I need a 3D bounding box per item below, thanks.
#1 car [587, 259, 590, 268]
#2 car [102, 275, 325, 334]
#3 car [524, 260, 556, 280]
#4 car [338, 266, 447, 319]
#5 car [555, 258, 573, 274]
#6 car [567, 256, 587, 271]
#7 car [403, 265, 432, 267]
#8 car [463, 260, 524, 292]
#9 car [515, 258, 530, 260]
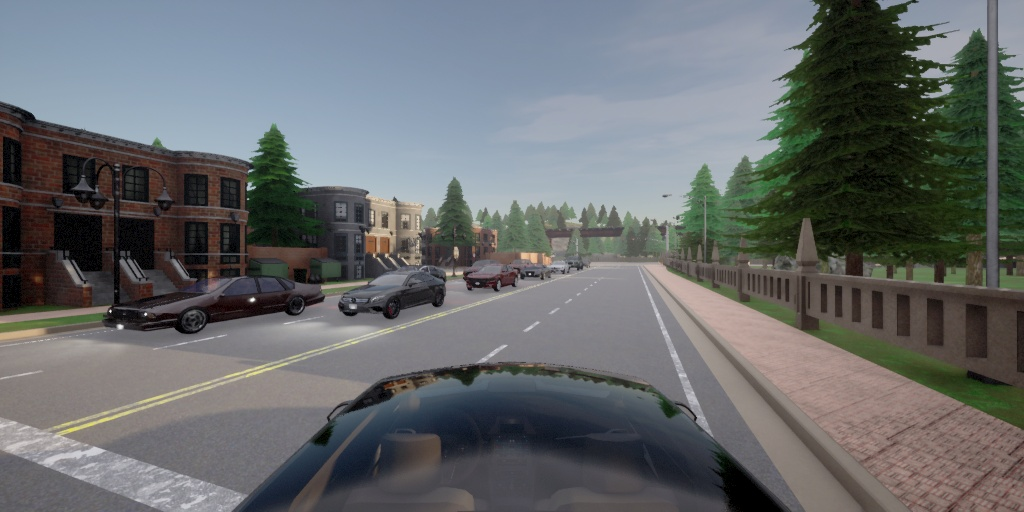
[{"bbox_3d":[12.215,1.255,61.012,1.837,1.490,4.892,0,0,19],"label":"car"},{"bbox_3d":[-8.475,1.297,11.052,2.033,1.411,5.357,0,0,19],"label":"car"},{"bbox_3d":[2.147,1.314,31.414,1.994,1.385,4.181,0,0,20],"label":"car"},{"bbox_3d":[-4.081,1.276,13.099,1.812,1.442,4.674,0,0,19],"label":"car"},{"bbox_3d":[5.382,1.276,40.966,1.812,1.442,4.674,0,0,19],"label":"car"},{"bbox_3d":[8.742,0.972,50.841,2.150,2.045,5.566,0,0,19],"label":"car"},{"bbox_3d":[-5.430,1.242,20.028,2.128,1.511,4.902,0,0,18],"label":"car"},{"bbox_3d":[-1.081,1.228,21.932,1.882,1.535,5.008,0,0,19],"label":"car"},{"bbox_3d":[0.949,1.102,38.802,2.097,1.767,4.553,0,0,19],"label":"car"}]
